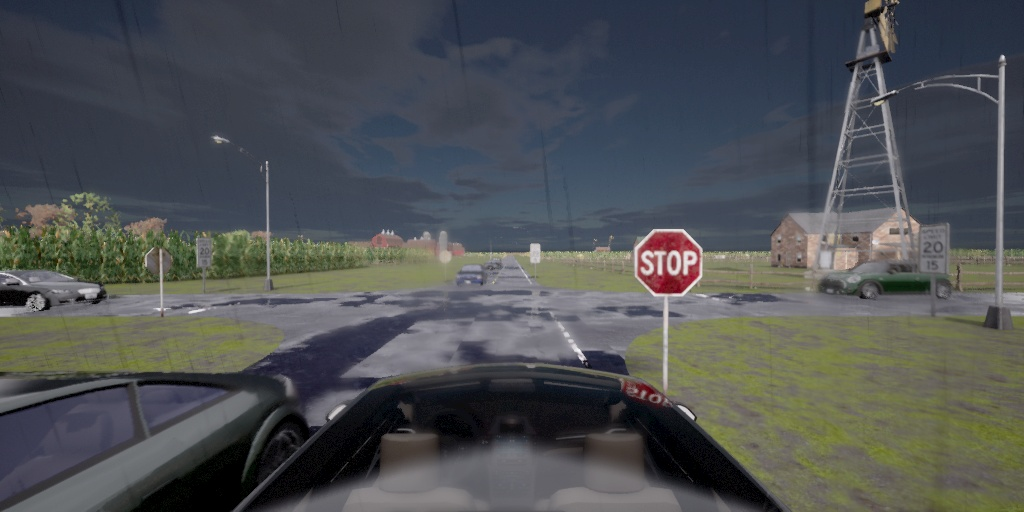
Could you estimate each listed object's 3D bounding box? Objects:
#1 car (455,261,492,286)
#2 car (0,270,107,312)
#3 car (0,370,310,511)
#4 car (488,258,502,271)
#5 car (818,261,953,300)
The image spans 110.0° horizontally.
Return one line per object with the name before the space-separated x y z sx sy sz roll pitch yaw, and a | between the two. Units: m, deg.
car | -2.748 1.279 25.384 2.033 1.411 5.357 0 0 0
car | -18.930 1.314 14.045 4.902 1.511 2.128 0 1 0
car | -2.750 1.315 1.410 1.994 1.385 4.181 0 0 0
car | -2.745 1.260 47.645 1.994 1.385 4.181 0 0 0
car | 16.835 1.009 16.374 4.553 1.767 2.097 0 1 2
